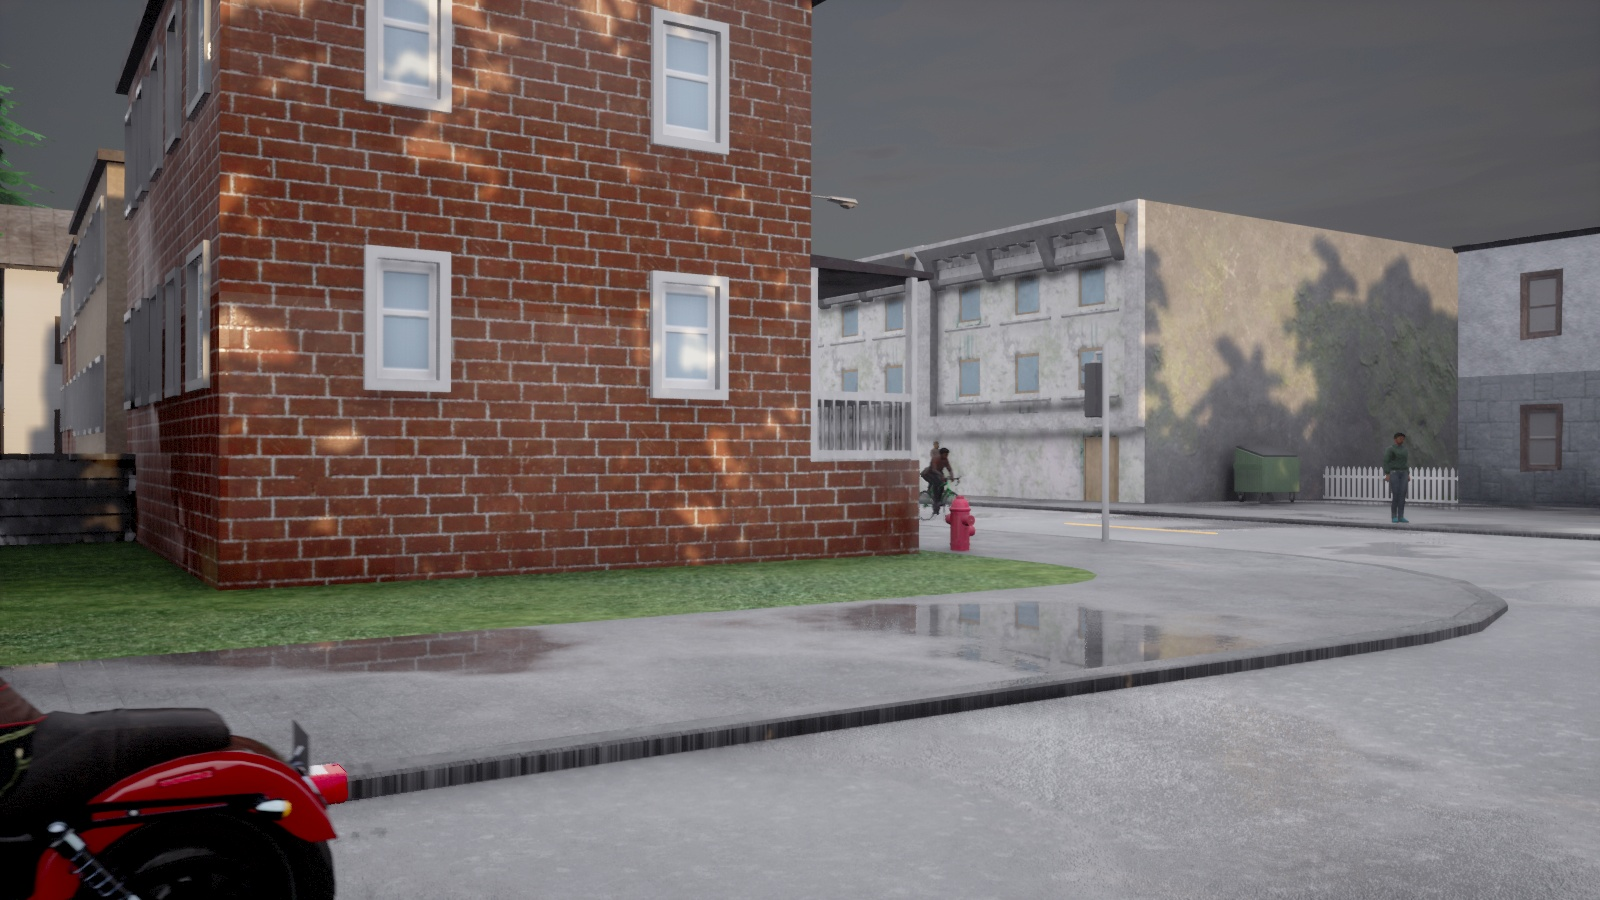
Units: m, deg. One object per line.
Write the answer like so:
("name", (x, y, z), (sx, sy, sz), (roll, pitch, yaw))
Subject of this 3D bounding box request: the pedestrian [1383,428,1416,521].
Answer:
("pedestrian", (12.145, 0.491, 25.450), (0.353, 1.847, 0.614), (0, 0, -3))

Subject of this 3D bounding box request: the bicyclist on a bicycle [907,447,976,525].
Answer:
("bicyclist on a bicycle", (3.040, 0.758, 27.148), (0.582, 1.620, 1.656), (0, 0, -32))

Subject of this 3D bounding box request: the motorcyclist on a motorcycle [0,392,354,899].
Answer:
("motorcyclist on a motorcycle", (-2.266, 0.707, 2.704), (2.350, 1.649, 0.766), (0, 0, -31))

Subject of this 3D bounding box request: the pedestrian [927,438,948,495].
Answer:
("pedestrian", (4.522, 0.546, 41.281), (0.331, 1.846, 0.634), (0, 0, -33))
